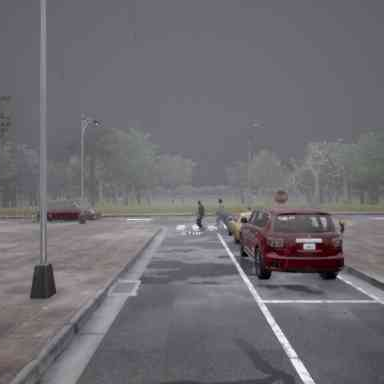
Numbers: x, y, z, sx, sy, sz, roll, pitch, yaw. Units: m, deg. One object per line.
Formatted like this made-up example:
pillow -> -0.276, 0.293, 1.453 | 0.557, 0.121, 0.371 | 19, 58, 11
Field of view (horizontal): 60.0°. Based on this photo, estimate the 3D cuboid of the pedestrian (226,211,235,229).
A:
pedestrian -> 2.376, 1.673, 19.375 | 0.500, 1.100, 0.500 | 0, 0, 0

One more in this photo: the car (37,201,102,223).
car -> -9.353, 1.445, 25.655 | 4.553, 1.767, 2.097 | -1, 0, 0

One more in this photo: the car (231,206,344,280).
car -> 2.650, 1.314, 9.886 | 2.192, 1.841, 5.009 | 0, 0, 0

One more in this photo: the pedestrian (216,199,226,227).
pedestrian -> 1.792, 1.293, 20.066 | 0.375, 1.860, 0.375 | 0, 0, 0

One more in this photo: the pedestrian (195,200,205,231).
pedestrian -> 0.483, 1.293, 18.868 | 0.375, 1.860, 0.375 | 0, 0, 0

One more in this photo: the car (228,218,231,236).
car -> 2.658, 1.525, 15.602 | 1.752, 1.417, 4.829 | 0, 0, 0
